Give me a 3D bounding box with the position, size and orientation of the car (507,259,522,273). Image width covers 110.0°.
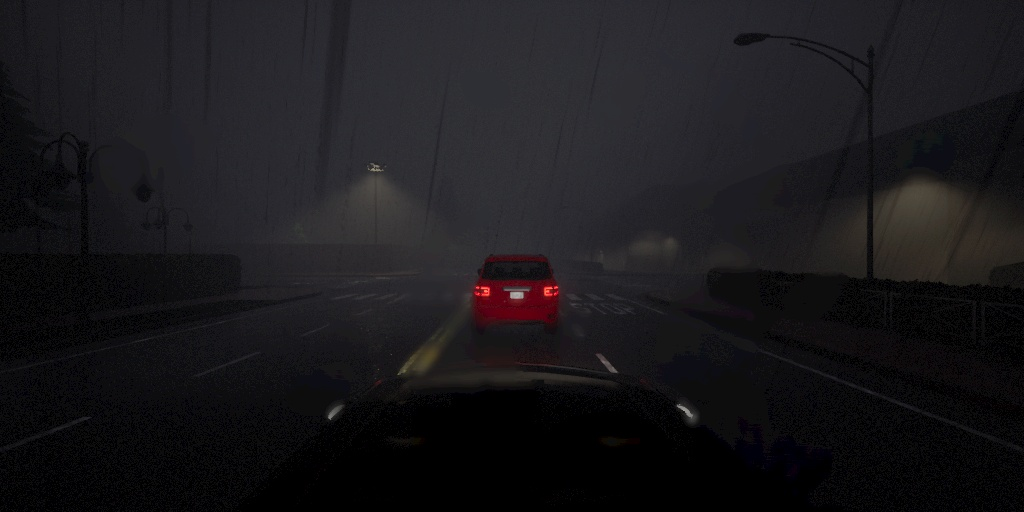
[{"bbox_3d":[0.317,1.228,45.553,1.882,1.535,5.008,0,0,1],"label":"car"}]

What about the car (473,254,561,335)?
[{"bbox_3d":[0.113,0.971,10.698,2.150,2.045,5.566,0,0,0],"label":"car"}]
